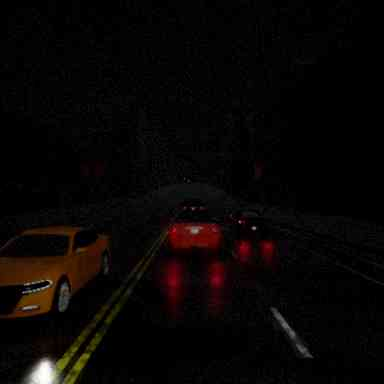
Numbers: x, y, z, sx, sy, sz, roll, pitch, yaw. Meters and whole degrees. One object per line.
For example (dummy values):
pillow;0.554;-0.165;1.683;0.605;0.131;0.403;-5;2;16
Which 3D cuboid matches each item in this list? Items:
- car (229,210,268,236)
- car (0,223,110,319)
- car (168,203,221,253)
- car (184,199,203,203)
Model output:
car;3.354;1.798;20.255;1.812;1.442;4.674;0;-1;0
car;-3.348;1.587;7.928;1.882;1.535;5.008;0;-1;0
car;0.102;1.554;14.881;2.097;1.767;4.553;0;-1;0
car;0.106;1.639;31.901;2.150;2.045;5.566;0;-1;0
